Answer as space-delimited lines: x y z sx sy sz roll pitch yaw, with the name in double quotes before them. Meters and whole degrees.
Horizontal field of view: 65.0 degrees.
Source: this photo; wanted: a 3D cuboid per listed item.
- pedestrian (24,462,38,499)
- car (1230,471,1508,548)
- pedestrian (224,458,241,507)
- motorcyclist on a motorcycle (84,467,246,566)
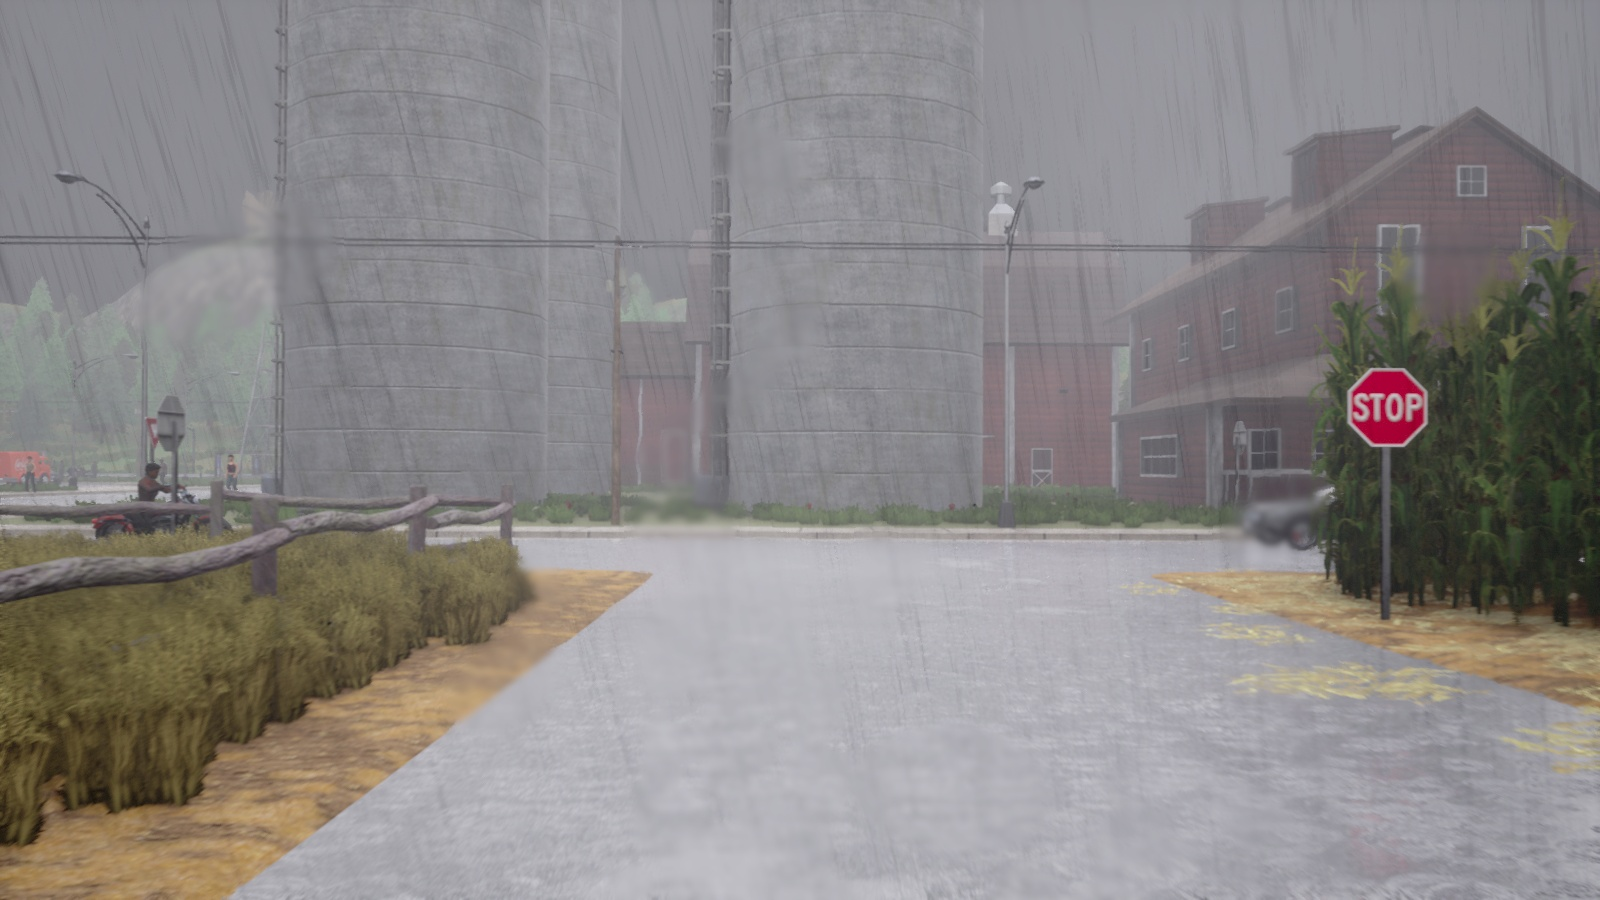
"pedestrian" -38.846 1.526 63.411 0.345 1.836 0.594 0 -1 -3
"car" 11.207 1.155 24.952 4.674 1.442 1.812 0 -1 0
"pedestrian" -21.611 1.237 47.808 0.345 1.836 0.594 0 -1 5
"motorcyclist on a motorcycle" -10.769 1.116 21.347 2.350 1.649 0.766 0 -1 0
